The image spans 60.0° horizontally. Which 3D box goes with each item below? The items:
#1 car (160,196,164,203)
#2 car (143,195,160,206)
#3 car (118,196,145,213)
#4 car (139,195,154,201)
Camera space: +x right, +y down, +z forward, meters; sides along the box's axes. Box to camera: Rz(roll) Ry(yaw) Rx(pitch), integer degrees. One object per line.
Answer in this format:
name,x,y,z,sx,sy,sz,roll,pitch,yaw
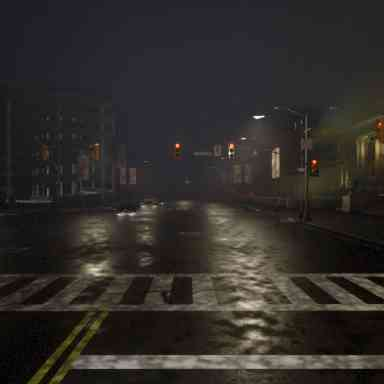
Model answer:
car,-7.011,1.500,70.353,1.837,1.490,4.892,0,0,-3
car,-7.015,1.477,56.319,1.882,1.535,5.008,0,0,0
car,-7.040,1.547,37.951,2.033,1.411,5.357,0,0,0
car,-11.685,1.472,85.500,2.033,1.411,5.357,0,0,-29
